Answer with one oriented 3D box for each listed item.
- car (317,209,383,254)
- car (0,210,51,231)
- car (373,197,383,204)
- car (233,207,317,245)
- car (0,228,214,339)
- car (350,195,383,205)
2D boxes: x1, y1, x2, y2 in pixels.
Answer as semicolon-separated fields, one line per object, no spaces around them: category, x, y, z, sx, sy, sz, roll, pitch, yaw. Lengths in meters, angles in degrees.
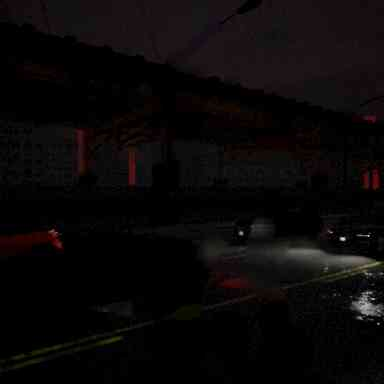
car;7.445;1.463;13.479;4.892;1.490;1.837;0;0;-35
car;-5.709;1.351;8.451;4.553;1.767;2.097;0;0;-35
car;28.069;1.128;53.064;4.536;1.218;1.853;0;0;-7
car;4.060;1.454;15.361;4.902;1.511;2.128;0;0;-35
car;-2.083;1.541;6.717;5.357;1.411;2.033;0;0;-35
car;28.121;1.286;53.071;4.974;1.542;2.038;0;0;-7
